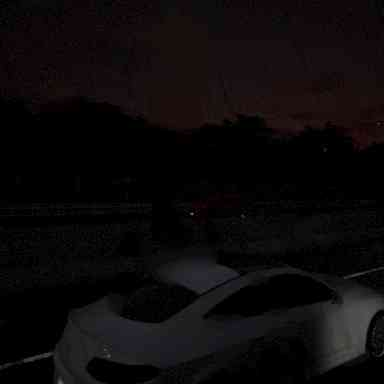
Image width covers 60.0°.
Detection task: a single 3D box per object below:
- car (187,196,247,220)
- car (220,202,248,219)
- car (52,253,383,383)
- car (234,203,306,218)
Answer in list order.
[{"bbox_3d":[2.259,1.345,27.076,5.566,2.045,2.150,1,0,-35],"label":"car"},{"bbox_3d":[4.511,1.689,24.382,4.181,1.385,1.994,1,0,-35],"label":"car"},{"bbox_3d":[0.739,1.546,4.269,4.674,1.442,1.812,0,0,-35],"label":"car"},{"bbox_3d":[5.180,1.618,20.562,4.892,1.490,1.837,1,0,-35],"label":"car"}]
